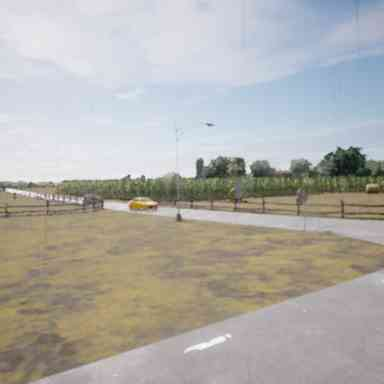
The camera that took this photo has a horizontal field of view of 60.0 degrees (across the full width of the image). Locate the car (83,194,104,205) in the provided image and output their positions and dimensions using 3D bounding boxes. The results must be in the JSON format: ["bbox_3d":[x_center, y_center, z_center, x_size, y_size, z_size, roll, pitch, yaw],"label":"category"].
[{"bbox_3d":[-15.481,1.101,52.218,2.097,1.767,4.553,-3,2,-35],"label":"car"}]

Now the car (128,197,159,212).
[{"bbox_3d":[-5.615,1.372,38.128,1.882,1.535,5.008,-3,2,-35],"label":"car"}]
